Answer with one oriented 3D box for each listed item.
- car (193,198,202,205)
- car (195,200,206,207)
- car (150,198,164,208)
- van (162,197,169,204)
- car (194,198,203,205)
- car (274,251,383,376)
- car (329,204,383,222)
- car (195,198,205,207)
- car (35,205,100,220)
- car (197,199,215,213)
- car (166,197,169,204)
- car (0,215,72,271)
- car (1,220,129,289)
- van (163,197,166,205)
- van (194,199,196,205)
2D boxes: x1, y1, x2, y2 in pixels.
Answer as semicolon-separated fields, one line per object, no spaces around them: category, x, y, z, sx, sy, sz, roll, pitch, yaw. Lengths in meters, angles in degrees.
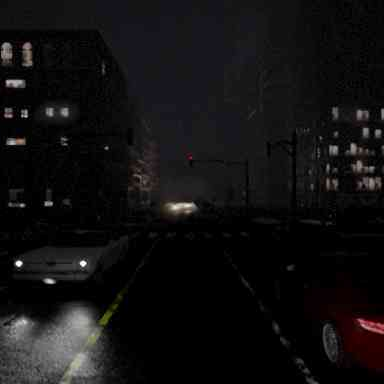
car;1.382;2.301;83.143;1.967;1.590;4.097;-1;-1;-1
car;1.638;2.244;66.208;1.887;1.381;4.507;-1;-1;-1
car;-6.620;2.212;60.400;1.947;1.339;4.313;-1;-1;-1
van;-7.059;2.257;88.629;1.690;1.788;3.998;-1;-1;-1
car;1.463;2.248;77.498;1.967;1.590;4.097;-1;-1;-1
car;2.609;1.644;5.571;1.802;1.307;4.206;-1;-1;-1
car;14.678;1.875;29.447;4.892;1.490;1.837;0;0;0
car;1.899;1.970;49.274;1.967;1.590;4.097;-1;-1;-1
car;-9.801;1.782;26.216;4.902;1.511;2.128;0;0;0
car;1.988;2.017;43.628;1.887;1.381;4.507;-1;-1;-1
car;-6.882;2.356;77.335;1.887;1.381;4.507;-1;-1;-1
car;-5.857;1.678;10.985;2.008;1.369;4.403;-1;-1;-1
car;-3.161;1.711;9.615;1.895;1.301;4.718;0;-1;0
van;-6.711;2.043;66.047;1.690;1.788;3.998;-1;-1;-1
van;1.723;1.984;60.565;1.690;1.788;3.998;-1;-1;-1
